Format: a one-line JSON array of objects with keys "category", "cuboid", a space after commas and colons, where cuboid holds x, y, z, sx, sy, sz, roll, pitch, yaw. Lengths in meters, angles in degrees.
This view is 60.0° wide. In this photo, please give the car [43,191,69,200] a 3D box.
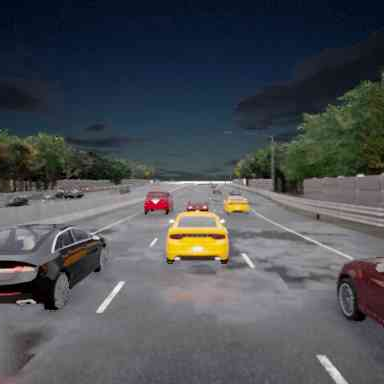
[{"category": "car", "cuboid": [-22.594, 0.555, 54.454, 2.128, 1.511, 4.902, 0, 2, -1]}]

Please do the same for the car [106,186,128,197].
[{"category": "car", "cuboid": [-12.710, 0.369, 55.556, 2.097, 1.767, 4.553, 0, 2, 3]}]

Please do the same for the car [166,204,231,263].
[{"category": "car", "cuboid": [0.183, 1.428, 11.831, 1.882, 1.535, 5.008, 0, 1, 1]}]

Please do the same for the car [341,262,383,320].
[{"category": "car", "cuboid": [3.507, 1.369, 4.073, 1.812, 1.442, 4.674, 0, 0, 0]}]

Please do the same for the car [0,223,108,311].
[{"category": "car", "cuboid": [-3.355, 1.471, 7.696, 2.128, 1.511, 4.902, 0, 0, 0]}]

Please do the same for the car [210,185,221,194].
[{"category": "car", "cuboid": [5.862, -0.285, 78.931, 1.812, 1.442, 4.674, 0, 2, 2]}]

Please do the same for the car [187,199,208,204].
[{"category": "car", "cuboid": [0.522, 1.266, 29.981, 1.895, 1.301, 4.718, 0, 1, 1]}]

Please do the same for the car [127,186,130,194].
[{"category": "car", "cuboid": [-15.356, -0.387, 74.340, 2.150, 2.045, 5.566, 0, 2, 2]}]

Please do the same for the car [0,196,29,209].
[{"category": "car", "cuboid": [-17.147, 1.140, 31.074, 2.128, 1.511, 4.902, 0, 1, 2]}]

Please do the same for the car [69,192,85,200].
[{"category": "car", "cuboid": [-19.663, 0.624, 55.670, 1.895, 1.301, 4.718, 0, 2, 2]}]

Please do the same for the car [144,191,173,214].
[{"category": "car", "cuboid": [-2.970, 0.880, 30.345, 2.150, 2.045, 5.566, 0, 1, 2]}]

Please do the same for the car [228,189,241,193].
[{"category": "car", "cuboid": [8.632, 0.252, 64.936, 1.994, 1.385, 4.181, 0, 2, 4]}]

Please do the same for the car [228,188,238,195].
[{"category": "car", "cuboid": [9.195, -0.127, 74.986, 1.895, 1.301, 4.718, 0, 2, 2]}]

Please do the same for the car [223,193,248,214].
[{"category": "car", "cuboid": [3.927, 1.130, 30.269, 1.882, 1.535, 5.008, 0, 1, 2]}]
